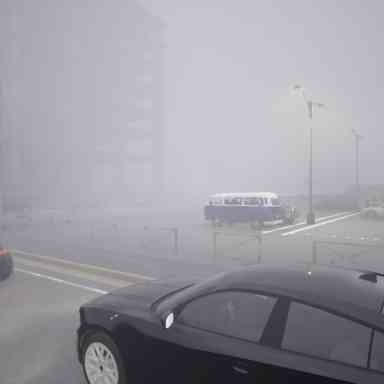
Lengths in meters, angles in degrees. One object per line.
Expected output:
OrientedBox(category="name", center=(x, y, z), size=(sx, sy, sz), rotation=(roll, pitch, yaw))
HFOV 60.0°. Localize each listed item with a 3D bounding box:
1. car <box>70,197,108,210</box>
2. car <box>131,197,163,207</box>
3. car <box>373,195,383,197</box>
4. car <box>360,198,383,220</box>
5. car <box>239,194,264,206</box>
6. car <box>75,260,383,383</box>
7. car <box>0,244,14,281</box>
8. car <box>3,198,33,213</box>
OrientedBox(category="car", center=(-12.906, 1.422, 41.759), size=(1.882, 1.535, 5.008), rotation=(0, 0, 35))
OrientedBox(category="car", center=(-6.741, 1.492, 50.415), size=(2.033, 1.411, 5.357), rotation=(0, 0, 36))
OrientedBox(category="car", center=(17.953, 1.153, 29.282), size=(4.605, 1.855, 1.932), rotation=(0, 0, 36))
OrientedBox(category="car", center=(14.728, 1.395, 24.730), size=(3.806, 1.475, 1.970), rotation=(0, 0, 36))
OrientedBox(category="car", center=(11.436, 1.545, 63.581), size=(1.895, 1.301, 4.718), rotation=(0, 0, 35))
OrientedBox(category="car", center=(0.865, 1.478, 3.378), size=(5.008, 1.535, 1.882), rotation=(0, 0, 36))
OrientedBox(category="car", center=(-6.456, 1.564, 8.588), size=(4.181, 1.385, 1.994), rotation=(0, 0, 36))
OrientedBox(category="car", center=(-18.750, 1.422, 33.555), size=(1.882, 1.535, 5.008), rotation=(0, 0, 36))
